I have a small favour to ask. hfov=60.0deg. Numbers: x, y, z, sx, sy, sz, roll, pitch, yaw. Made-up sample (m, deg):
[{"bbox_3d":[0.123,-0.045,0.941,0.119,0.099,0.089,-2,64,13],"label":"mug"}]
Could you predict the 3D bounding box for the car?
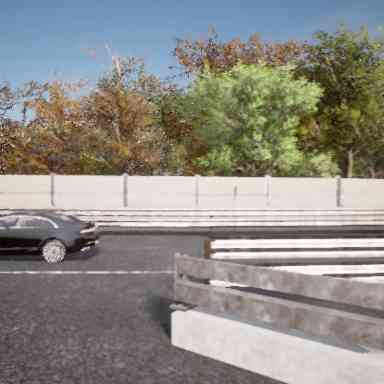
[{"bbox_3d":[-5.487,1.390,10.762,4.902,1.511,2.128,0,1,0],"label":"car"}]
